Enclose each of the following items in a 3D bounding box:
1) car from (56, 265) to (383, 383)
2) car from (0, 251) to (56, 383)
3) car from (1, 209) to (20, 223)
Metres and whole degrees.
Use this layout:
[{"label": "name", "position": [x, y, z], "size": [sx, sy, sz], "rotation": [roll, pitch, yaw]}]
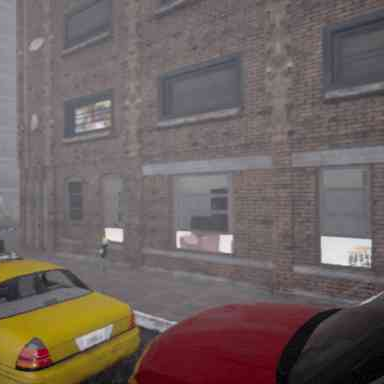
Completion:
[{"label": "car", "position": [1.821, 1.308, 1.576], "size": [5.009, 1.841, 2.192], "rotation": [-1, -1, 36]}, {"label": "car", "position": [-2.940, 1.579, 4.975], "size": [4.829, 1.417, 1.752], "rotation": [-1, -1, 36]}, {"label": "car", "position": [-18.662, 2.177, 30.882], "size": [1.752, 1.417, 4.829], "rotation": [-2, -2, 35]}]
